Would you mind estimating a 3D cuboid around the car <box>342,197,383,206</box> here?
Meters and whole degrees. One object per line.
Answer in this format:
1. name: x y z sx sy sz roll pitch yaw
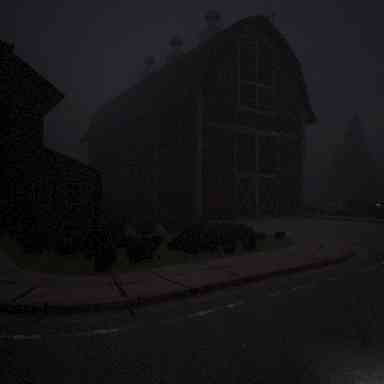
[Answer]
1. car: 18.240 1.359 35.109 2.097 1.767 4.553 0 0 -34
